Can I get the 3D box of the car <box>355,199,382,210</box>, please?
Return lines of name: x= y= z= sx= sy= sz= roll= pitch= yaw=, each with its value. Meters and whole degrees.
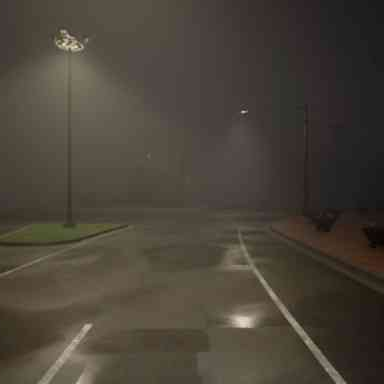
car: x=23.857 y=1.617 z=44.337 sx=4.902 sy=1.511 sz=2.128 roll=0 pitch=0 yaw=-30
